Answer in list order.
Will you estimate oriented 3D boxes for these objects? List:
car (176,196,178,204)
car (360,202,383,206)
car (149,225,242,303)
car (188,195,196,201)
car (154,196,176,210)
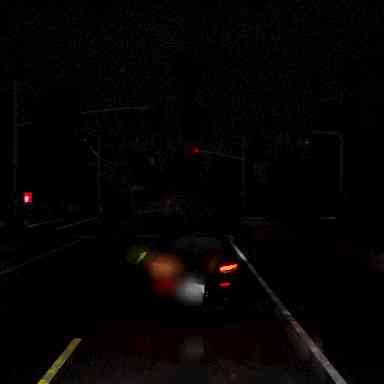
[{"bbox_3d":[-3.548,1.526,52.222,1.812,1.442,4.674,0,0,0],"label":"car"},{"bbox_3d":[15.563,1.528,28.655,5.357,1.411,2.033,0,0,-6],"label":"car"},{"bbox_3d":[0.080,1.526,8.092,1.812,1.442,4.674,0,0,0],"label":"car"},{"bbox_3d":[0.069,1.525,80.886,2.128,1.511,4.902,0,0,0],"label":"car"},{"bbox_3d":[-3.555,1.352,42.389,2.097,1.767,4.553,0,0,2],"label":"car"}]
